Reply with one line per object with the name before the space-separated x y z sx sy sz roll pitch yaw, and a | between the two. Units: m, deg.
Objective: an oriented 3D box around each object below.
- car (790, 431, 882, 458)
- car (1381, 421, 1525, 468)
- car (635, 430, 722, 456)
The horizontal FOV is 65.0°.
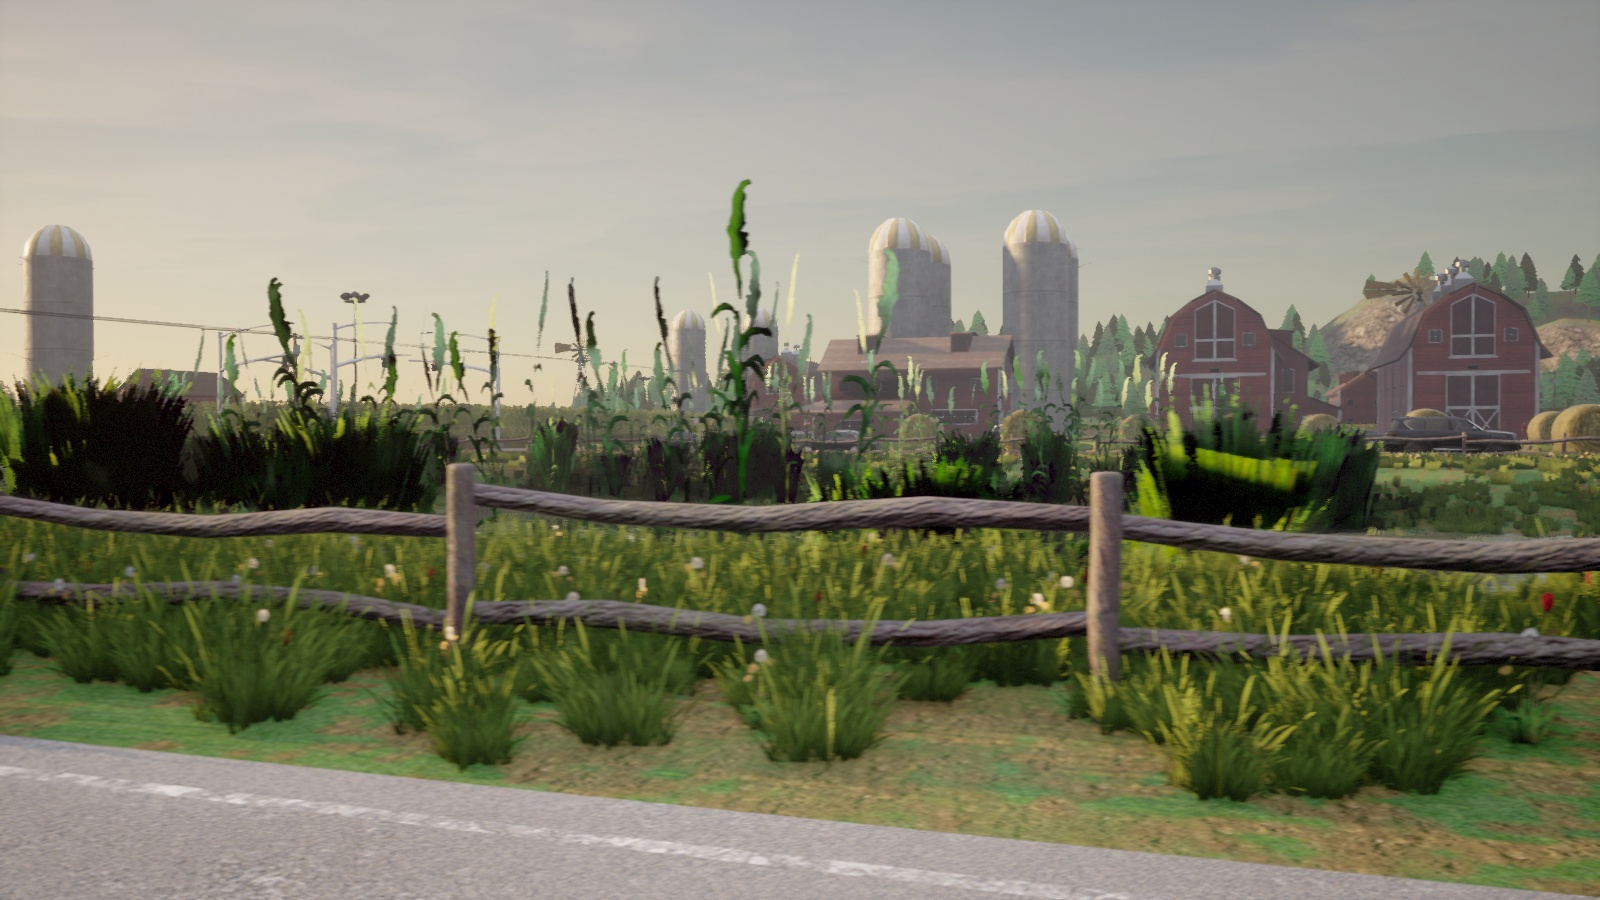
car | 2.071 -0.342 71.628 4.892 1.490 1.837 0 1 21
car | 29.651 -0.292 57.231 5.566 2.045 2.150 1 1 21
car | -7.305 -0.434 75.248 4.892 1.490 1.837 1 1 21
